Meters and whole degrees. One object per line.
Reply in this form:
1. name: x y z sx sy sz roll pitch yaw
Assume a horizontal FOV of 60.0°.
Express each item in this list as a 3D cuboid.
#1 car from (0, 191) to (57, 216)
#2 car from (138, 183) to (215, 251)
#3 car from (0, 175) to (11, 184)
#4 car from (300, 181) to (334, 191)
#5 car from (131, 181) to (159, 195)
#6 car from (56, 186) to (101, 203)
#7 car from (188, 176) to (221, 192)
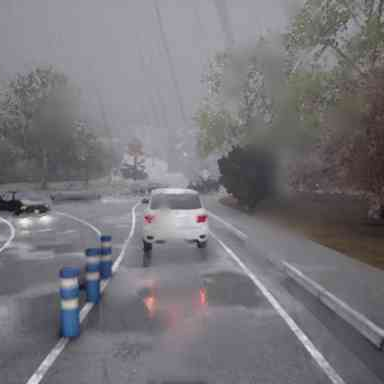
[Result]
1. car: -11.297 0.659 22.016 5.357 1.411 2.033 4 6 44
2. car: -0.736 0.859 12.727 2.150 2.045 5.566 0 3 -6
3. car: -35.358 -2.220 59.860 1.837 1.490 4.892 3 4 32
4. car: 18.123 -0.871 48.396 4.902 1.511 2.128 4 4 0
5. car: -4.350 -0.448 36.184 4.902 1.511 2.128 -4 6 -45
6. car: -10.082 0.161 28.954 4.181 1.385 1.994 -1 4 -17
7. car: 1.488 -0.894 38.540 2.150 2.045 5.566 2 5 27
